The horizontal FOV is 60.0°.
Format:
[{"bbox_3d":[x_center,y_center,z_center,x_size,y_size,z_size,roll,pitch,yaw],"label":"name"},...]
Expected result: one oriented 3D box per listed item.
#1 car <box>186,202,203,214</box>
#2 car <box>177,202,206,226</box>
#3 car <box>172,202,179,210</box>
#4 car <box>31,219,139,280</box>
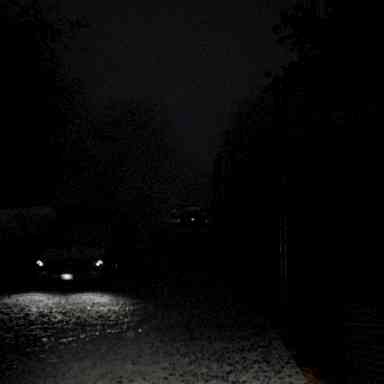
[{"bbox_3d":[0.332,1.998,42.876,2.033,1.411,5.357,0,-1,2],"label":"car"},{"bbox_3d":[0.058,1.679,24.642,1.812,1.442,4.674,0,-1,0],"label":"car"},{"bbox_3d":[-1.981,2.233,53.517,1.994,1.385,4.181,0,-1,5],"label":"car"},{"bbox_3d":[-2.861,1.575,10.284,2.033,1.411,5.357,0,0,0],"label":"car"}]
